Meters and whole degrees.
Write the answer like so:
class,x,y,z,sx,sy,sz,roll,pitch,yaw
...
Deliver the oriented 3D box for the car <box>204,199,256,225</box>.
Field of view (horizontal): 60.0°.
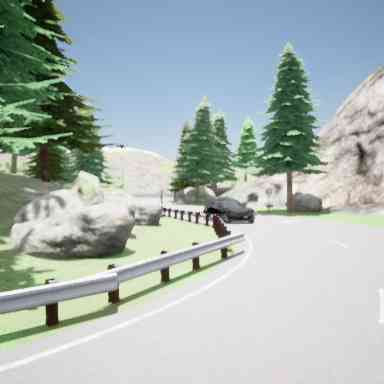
class,x,y,z,sx,sy,sz,roll,pitch,yaw
car,2.425,1.229,22.352,1.882,1.535,5.008,-1,1,-19
